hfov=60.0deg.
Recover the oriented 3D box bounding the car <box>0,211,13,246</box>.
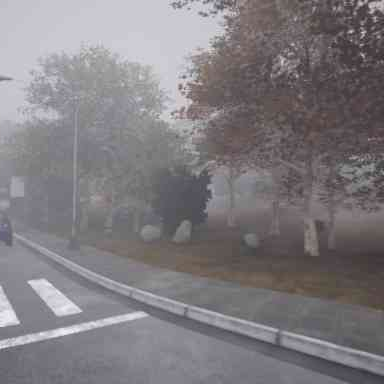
[{"bbox_3d":[-12.337,2.148,20.196,2.150,2.045,5.566,1,-3,-34],"label":"car"}]
